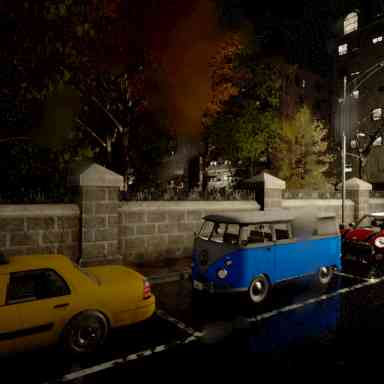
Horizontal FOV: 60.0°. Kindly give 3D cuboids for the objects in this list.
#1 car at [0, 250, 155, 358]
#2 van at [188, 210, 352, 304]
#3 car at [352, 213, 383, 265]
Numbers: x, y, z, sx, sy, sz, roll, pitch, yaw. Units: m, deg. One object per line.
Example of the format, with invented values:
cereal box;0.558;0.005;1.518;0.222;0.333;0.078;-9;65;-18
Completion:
car;-2.877;1.525;4.498;4.829;1.417;1.752;0;1;-36
van;1.828;1.343;7.861;3.998;1.788;1.690;0;1;-36
car;6.393;1.443;11.128;4.097;1.590;1.967;0;1;-36
